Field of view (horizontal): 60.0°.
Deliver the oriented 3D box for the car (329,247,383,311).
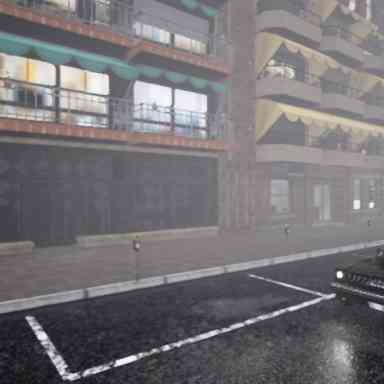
[{"bbox_3d":[4.960,1.675,6.998,4.718,1.301,1.895,1,0,-36],"label":"car"}]
